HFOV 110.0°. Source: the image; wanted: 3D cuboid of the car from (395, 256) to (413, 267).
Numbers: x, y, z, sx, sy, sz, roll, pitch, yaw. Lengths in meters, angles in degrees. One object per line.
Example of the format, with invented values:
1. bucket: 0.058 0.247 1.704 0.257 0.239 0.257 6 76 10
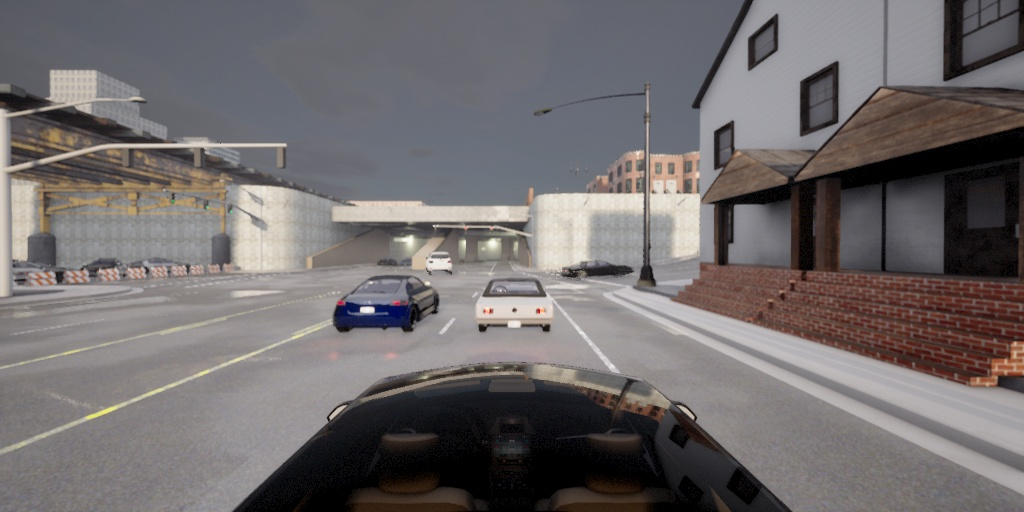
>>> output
1. car: -15.001 0.830 52.739 2.033 1.411 5.357 0 1 -1

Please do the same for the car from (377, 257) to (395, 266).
1. car: -18.514 0.842 53.238 1.994 1.385 4.181 0 1 -1

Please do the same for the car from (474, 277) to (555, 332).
1. car: 0.068 1.270 10.496 1.895 1.301 4.718 0 1 0

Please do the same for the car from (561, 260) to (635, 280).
1. car: 6.492 0.985 27.470 5.357 1.411 2.033 -4 1 -1

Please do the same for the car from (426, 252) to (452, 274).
1. car: -7.007 0.672 34.381 2.150 2.045 5.566 -1 1 -14

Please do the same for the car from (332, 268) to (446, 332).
1. car: -3.434 1.233 10.540 1.994 1.385 4.181 0 1 0
